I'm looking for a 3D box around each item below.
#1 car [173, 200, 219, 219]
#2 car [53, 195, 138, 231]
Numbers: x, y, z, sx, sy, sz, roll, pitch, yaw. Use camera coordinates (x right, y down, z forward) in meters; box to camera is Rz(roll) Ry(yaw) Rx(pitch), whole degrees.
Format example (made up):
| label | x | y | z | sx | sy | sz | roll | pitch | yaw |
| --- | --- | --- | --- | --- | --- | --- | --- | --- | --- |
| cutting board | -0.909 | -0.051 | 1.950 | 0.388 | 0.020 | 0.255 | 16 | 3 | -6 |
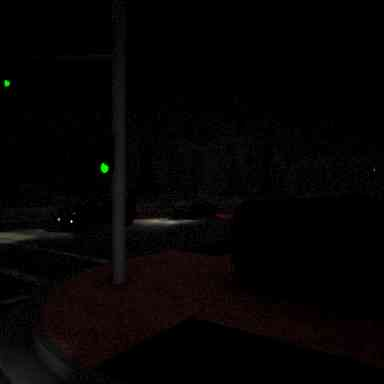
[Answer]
| label | x | y | z | sx | sy | sz | roll | pitch | yaw |
| --- | --- | --- | --- | --- | --- | --- | --- | --- | --- |
| car | 0.393 | 1.478 | 29.389 | 1.882 | 1.535 | 5.008 | 0 | 0 | 39 |
| car | -5.968 | 1.221 | 21.371 | 2.150 | 2.045 | 5.566 | 0 | 0 | 38 |
